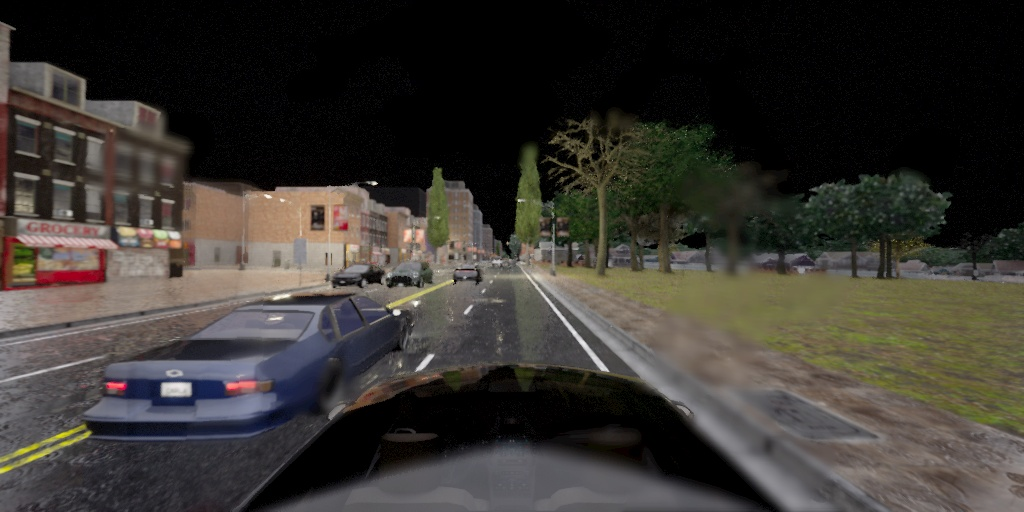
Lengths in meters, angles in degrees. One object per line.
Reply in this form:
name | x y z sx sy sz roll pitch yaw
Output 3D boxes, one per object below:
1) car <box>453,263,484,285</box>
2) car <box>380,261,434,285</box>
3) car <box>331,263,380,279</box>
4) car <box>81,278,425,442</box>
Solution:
car | -3.159 1.269 26.521 2.128 1.511 4.902 0 0 0
car | -6.552 1.123 23.441 2.097 1.767 4.553 0 0 0
car | -9.802 1.249 23.276 1.882 1.535 5.008 0 0 1
car | -3.151 1.300 5.876 2.033 1.411 5.357 0 0 0
